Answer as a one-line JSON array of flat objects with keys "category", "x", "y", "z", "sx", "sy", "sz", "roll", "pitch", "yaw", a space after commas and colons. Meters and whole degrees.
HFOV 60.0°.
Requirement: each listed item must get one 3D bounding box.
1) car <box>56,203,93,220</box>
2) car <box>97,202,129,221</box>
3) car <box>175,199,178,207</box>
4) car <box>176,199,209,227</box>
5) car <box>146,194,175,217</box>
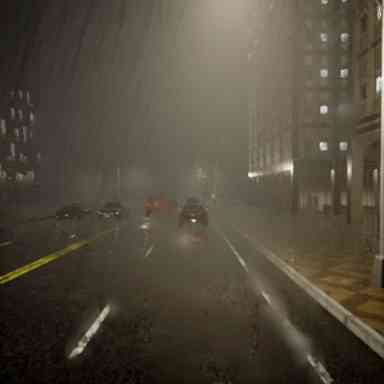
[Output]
[{"category": "car", "x": -9.749, "y": 1.638, "z": 27.825, "sx": 1.994, "sy": 1.385, "sz": 4.181, "roll": 0, "pitch": 0, "yaw": 0}, {"category": "car", "x": -6.499, "y": 1.590, "z": 27.824, "sx": 1.812, "sy": 1.442, "sz": 4.674, "roll": 0, "pitch": 0, "yaw": 0}, {"category": "car", "x": -3.148, "y": 1.637, "z": 50.248, "sx": 1.895, "sy": 1.301, "sz": 4.718, "roll": 0, "pitch": 0, "yaw": 0}, {"category": "car", "x": 0.101, "y": 1.529, "z": 23.185, "sx": 1.837, "sy": 1.490, "sz": 4.892, "roll": 0, "pitch": 0, "yaw": 0}, {"category": "car", "x": -3.149, "y": 1.252, "z": 32.364, "sx": 2.150, "sy": 2.045, "sz": 5.566, "roll": 0, "pitch": 0, "yaw": 0}]
